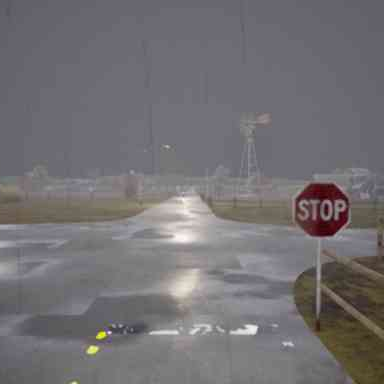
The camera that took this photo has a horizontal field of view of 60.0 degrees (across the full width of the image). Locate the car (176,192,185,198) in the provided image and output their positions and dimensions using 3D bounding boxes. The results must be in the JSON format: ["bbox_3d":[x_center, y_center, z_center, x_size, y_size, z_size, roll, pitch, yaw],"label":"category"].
[{"bbox_3d":[-2.680,0.664,79.947,2.128,1.511,4.902,0,1,0],"label":"car"}]
